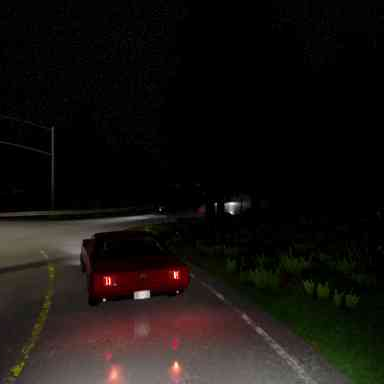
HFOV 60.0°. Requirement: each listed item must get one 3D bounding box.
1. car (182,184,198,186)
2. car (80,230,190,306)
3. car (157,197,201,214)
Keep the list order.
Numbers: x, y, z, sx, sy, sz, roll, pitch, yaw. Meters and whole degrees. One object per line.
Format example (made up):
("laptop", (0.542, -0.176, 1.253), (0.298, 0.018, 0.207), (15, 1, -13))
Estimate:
("car", (-0.361, -1.145, 59.414), (2.097, 1.767, 4.553), (0, 5, -24))
("car", (-1.695, 1.601, 8.189), (1.895, 1.301, 4.718), (0, 0, -21))
("car", (-1.232, 1.256, 31.942), (2.128, 1.511, 4.902), (0, 2, 42))
